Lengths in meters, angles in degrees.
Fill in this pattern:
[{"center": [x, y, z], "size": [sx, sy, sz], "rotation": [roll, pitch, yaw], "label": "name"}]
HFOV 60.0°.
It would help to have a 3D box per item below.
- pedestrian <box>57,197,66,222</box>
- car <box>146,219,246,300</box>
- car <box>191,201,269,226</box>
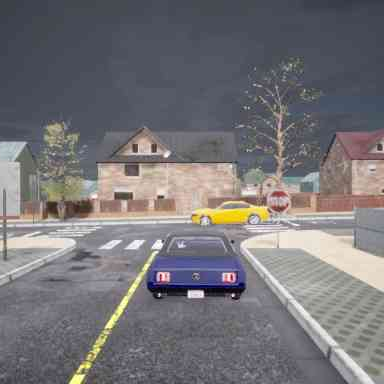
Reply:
[{"center": [-9.641, 1.258, 24.560], "size": [0.375, 1.860, 0.375], "rotation": [0, 2, 0], "label": "pedestrian"}, {"center": [0.144, 1.600, 8.372], "size": [1.895, 1.301, 4.718], "rotation": [0, 0, 2], "label": "car"}, {"center": [2.438, 1.352, 21.667], "size": [5.008, 1.535, 1.882], "rotation": [-1, 1, 0], "label": "car"}]
